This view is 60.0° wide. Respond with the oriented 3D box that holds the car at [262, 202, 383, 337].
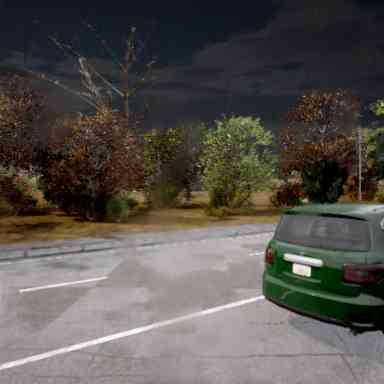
[{"bbox_3d":[3.803,1.214,6.456,5.566,2.045,2.150,-1,0,-35],"label":"car"}]
